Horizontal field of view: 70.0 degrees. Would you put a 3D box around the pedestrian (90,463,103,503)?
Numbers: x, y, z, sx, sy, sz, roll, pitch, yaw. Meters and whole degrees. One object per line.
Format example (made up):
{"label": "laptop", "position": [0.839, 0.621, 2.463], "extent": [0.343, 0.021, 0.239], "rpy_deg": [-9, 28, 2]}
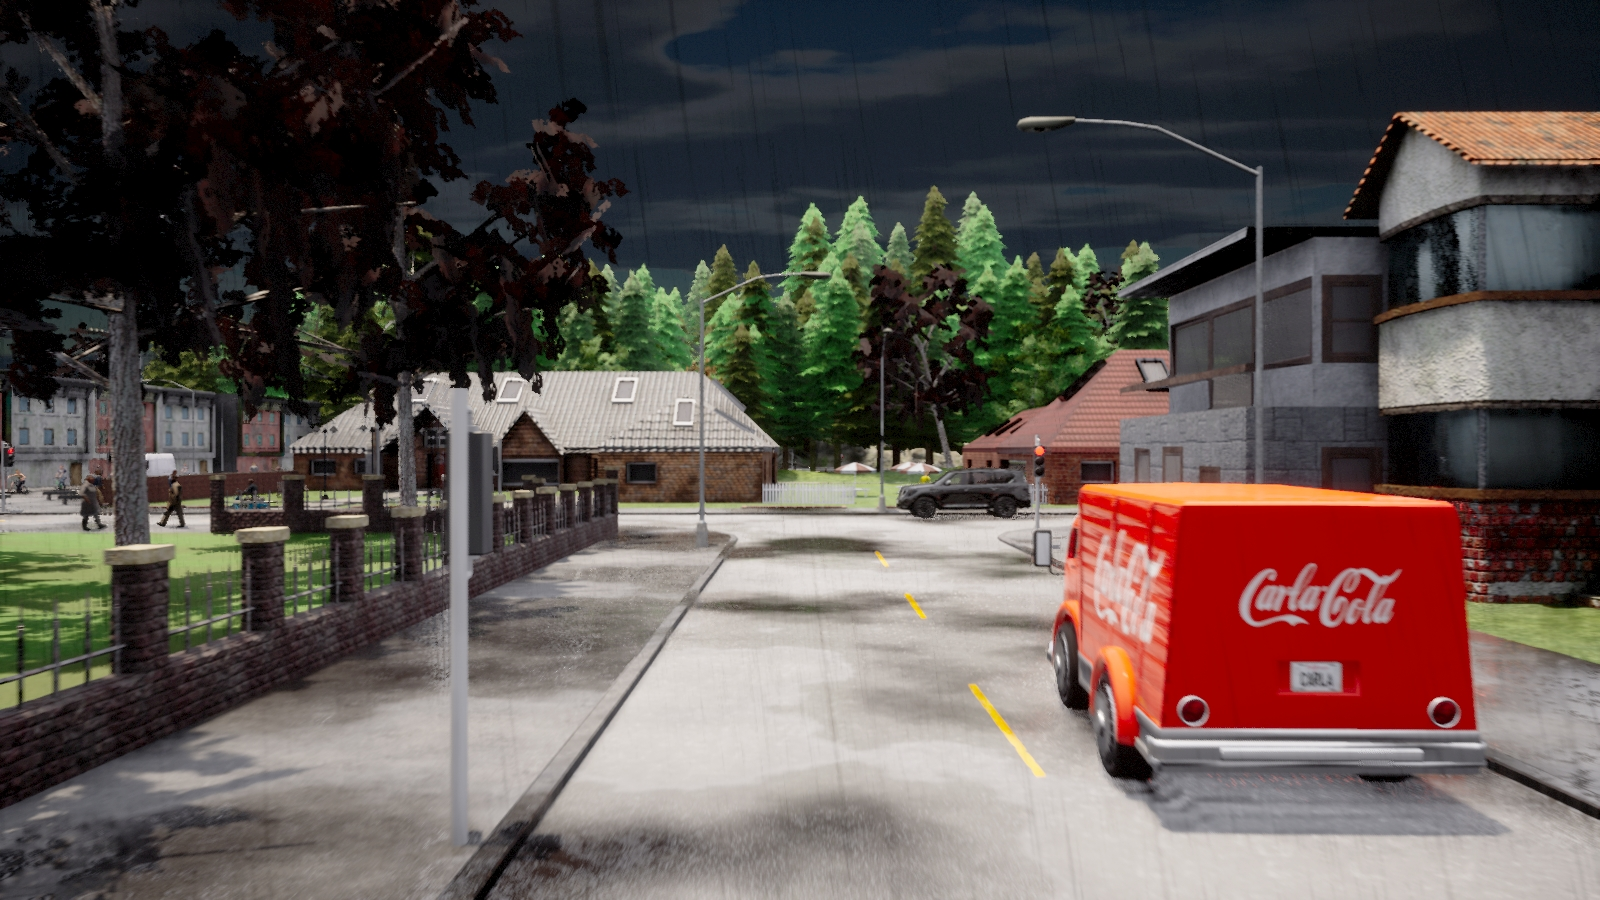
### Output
{"label": "pedestrian", "position": [-32.523, 1.526, 52.798], "extent": [0.375, 1.860, 0.375], "rpy_deg": [0, 0, 1]}

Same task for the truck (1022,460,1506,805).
{"label": "truck", "position": [3.884, 1.349, 10.940], "extent": [2.627, 2.467, 5.204], "rpy_deg": [0, 0, 2]}

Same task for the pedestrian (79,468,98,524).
{"label": "pedestrian", "position": [-23.746, 1.532, 38.144], "extent": [0.375, 1.860, 0.375], "rpy_deg": [0, 0, 3]}

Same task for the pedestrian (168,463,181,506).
{"label": "pedestrian", "position": [-27.762, 1.527, 50.737], "extent": [0.375, 1.860, 0.375], "rpy_deg": [0, 0, -3]}

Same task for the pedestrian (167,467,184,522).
{"label": "pedestrian", "position": [-21.396, 1.530, 39.165], "extent": [0.375, 1.860, 0.375], "rpy_deg": [0, 0, -1]}

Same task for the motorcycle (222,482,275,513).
{"label": "motorcycle", "position": [-22.902, 1.970, 47.473], "extent": [1.805, 1.236, 0.856], "rpy_deg": [0, 0, 0]}

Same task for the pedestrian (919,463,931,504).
{"label": "pedestrian", "position": [5.747, 1.533, 52.557], "extent": [0.375, 1.860, 0.375], "rpy_deg": [0, 0, -42]}

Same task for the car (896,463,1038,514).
{"label": "car", "position": [6.882, 1.568, 47.439], "extent": [5.566, 2.045, 2.150], "rpy_deg": [0, 0, -1]}
